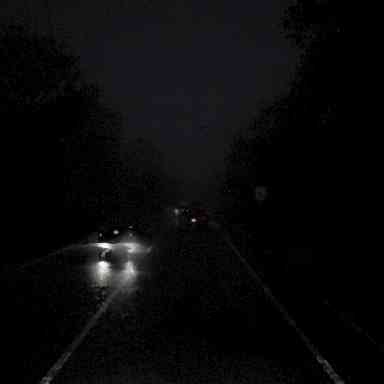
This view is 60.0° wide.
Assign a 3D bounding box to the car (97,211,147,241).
[{"bbox_3d":[-3.565,1.716,17.572,1.994,1.385,4.181,0,-1,0],"label":"car"}]

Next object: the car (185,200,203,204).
[{"bbox_3d":[0.705,1.950,41.711,2.033,1.411,5.357,0,-1,5],"label":"car"}]

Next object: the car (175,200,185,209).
[{"bbox_3d":[-1.399,2.017,53.747,1.812,1.442,4.674,1,-1,10],"label":"car"}]

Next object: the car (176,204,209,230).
[{"bbox_3d":[0.105,1.768,22.924,1.994,1.385,4.181,0,-1,0],"label":"car"}]
